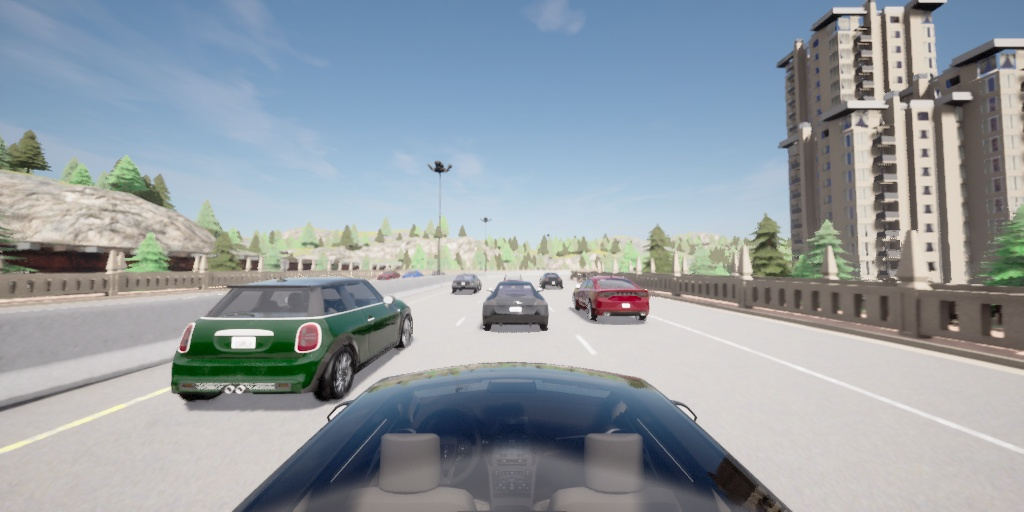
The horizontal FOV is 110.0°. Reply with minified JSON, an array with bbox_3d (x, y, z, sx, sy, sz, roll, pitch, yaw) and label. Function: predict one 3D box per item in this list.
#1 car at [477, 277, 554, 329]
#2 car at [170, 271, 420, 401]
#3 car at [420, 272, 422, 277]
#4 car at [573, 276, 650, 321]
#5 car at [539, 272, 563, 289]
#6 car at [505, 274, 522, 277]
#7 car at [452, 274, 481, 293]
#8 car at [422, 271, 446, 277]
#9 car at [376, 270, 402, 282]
[{"bbox_3d":[0.101,1.528,12.024,1.994,1.385,4.181,0,-2,0],"label":"car"},{"bbox_3d":[-3.400,1.159,6.667,2.097,1.767,4.553,0,-1,0],"label":"car"},{"bbox_3d":[-13.959,2.818,50.705,1.882,1.535,5.008,0,-2,2],"label":"car"},{"bbox_3d":[3.601,1.505,13.805,1.882,1.535,5.008,0,-2,0],"label":"car"},{"bbox_3d":[3.603,2.254,33.484,1.812,1.442,4.674,0,-2,0],"label":"car"},{"bbox_3d":[0.103,2.269,31.795,1.895,1.301,4.718,0,-2,0],"label":"car"},{"bbox_3d":[-3.398,2.063,27.505,2.033,1.411,5.357,0,-2,0],"label":"car"},{"bbox_3d":[-10.472,2.813,50.178,2.128,1.511,4.902,0,-2,1],"label":"car"},{"bbox_3d":[-17.450,2.840,51.290,1.882,1.535,5.008,0,-2,2],"label":"car"}]
